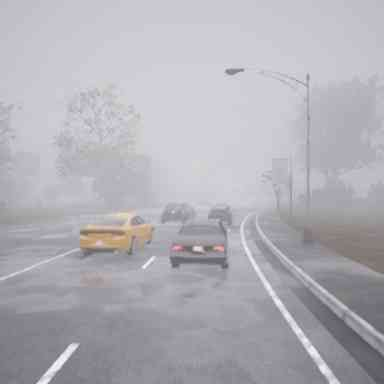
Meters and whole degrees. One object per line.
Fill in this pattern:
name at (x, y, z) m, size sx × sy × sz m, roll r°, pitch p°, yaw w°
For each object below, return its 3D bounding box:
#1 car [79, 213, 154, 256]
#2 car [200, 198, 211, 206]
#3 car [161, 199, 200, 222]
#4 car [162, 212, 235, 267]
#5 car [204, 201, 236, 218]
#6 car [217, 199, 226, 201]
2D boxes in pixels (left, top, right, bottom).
car at (-2.919, 1.619, 13.851) m, size 1.882 × 1.535 × 5.008 m, roll 0°, pitch 0°, yaw 6°
car at (2.323, 1.963, 66.486) m, size 2.097 × 1.767 × 4.553 m, roll 0°, pitch 0°, yaw 19°
car at (-1.025, 1.633, 27.711) m, size 2.097 × 1.767 × 4.553 m, roll 0°, pitch -1°, yaw 11°
car at (0.382, 1.671, 11.895) m, size 2.033 × 1.411 × 5.357 m, roll 0°, pitch -1°, yaw 5°
car at (2.437, 1.788, 27.190) m, size 1.837 × 1.490 × 4.892 m, roll 0°, pitch 0°, yaw 11°
car at (5.755, 2.133, 65.710) m, size 1.812 × 1.442 × 4.674 m, roll 0°, pitch 0°, yaw 19°
